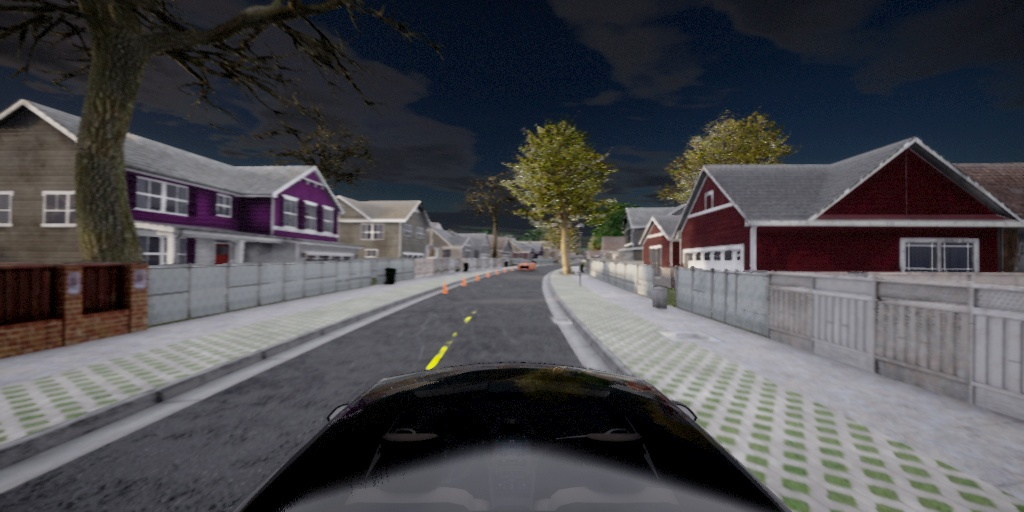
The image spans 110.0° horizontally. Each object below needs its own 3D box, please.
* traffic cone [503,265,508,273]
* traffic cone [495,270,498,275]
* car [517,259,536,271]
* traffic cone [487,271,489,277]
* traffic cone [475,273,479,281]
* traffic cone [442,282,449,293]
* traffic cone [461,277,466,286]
[{"bbox_3d":[-0.897,1.748,44.186,0.340,0.580,0.340,0,0,9],"label":"traffic cone"},{"bbox_3d":[-1.638,1.728,39.190,0.340,0.580,0.340,0,0,8],"label":"traffic cone"},{"bbox_3d":[2.054,1.188,49.400,2.097,1.767,4.553,1,0,11],"label":"car"},{"bbox_3d":[-2.275,1.710,34.178,0.340,0.580,0.340,0,0,7],"label":"traffic cone"},{"bbox_3d":[-2.809,1.696,29.155,0.340,0.580,0.340,0,0,5],"label":"traffic cone"},{"bbox_3d":[-3.567,1.677,19.081,0.340,0.580,0.340,0,0,3],"label":"traffic cone"},{"bbox_3d":[-3.240,1.686,24.123,0.340,0.580,0.340,0,0,4],"label":"traffic cone"}]
